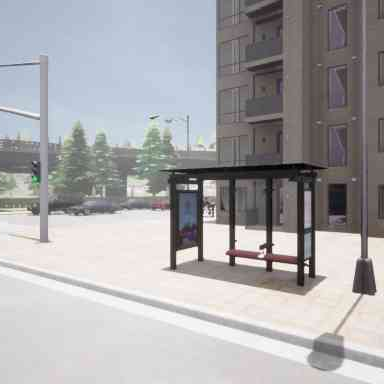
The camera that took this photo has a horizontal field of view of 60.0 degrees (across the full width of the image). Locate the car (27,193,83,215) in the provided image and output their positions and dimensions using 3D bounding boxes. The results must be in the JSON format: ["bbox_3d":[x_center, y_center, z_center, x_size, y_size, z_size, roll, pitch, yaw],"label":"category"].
[{"bbox_3d":[-13.250,1.166,32.941,2.150,2.045,5.566,0,0,37],"label":"car"}]

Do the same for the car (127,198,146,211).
[{"bbox_3d":[-6.931,1.492,41.010,2.033,1.411,5.357,0,0,39],"label":"car"}]

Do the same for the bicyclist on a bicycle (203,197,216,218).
[{"bbox_3d":[1.295,1.245,26.646,1.656,1.620,0.582,0,0,36],"label":"bicyclist on a bicycle"}]

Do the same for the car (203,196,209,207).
[{"bbox_3d":[0.747,1.296,47.883,4.553,1.767,2.097,0,0,-33],"label":"car"}]

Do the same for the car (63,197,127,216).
[{"bbox_3d":[-9.318,1.492,32.392,2.033,1.411,5.357,0,0,37],"label":"car"}]

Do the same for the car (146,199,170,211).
[{"bbox_3d":[-2.868,1.545,40.327,1.895,1.301,4.718,0,0,43],"label":"car"}]

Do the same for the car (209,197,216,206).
[{"bbox_3d":[5.359,1.449,46.785,4.892,1.490,1.837,0,0,-29],"label":"car"}]
